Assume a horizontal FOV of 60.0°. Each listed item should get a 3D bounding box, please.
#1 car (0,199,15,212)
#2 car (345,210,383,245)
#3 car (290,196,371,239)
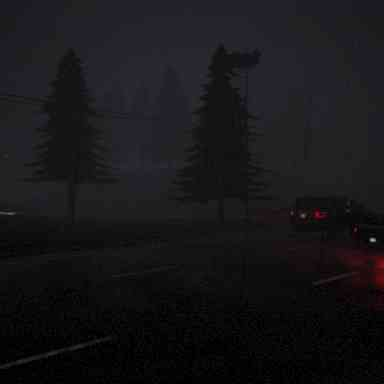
[{"bbox_3d":[-22.025,1.552,37.668,5.357,1.411,2.033,0,0,40],"label":"car"},{"bbox_3d":[8.959,1.605,14.433,4.718,1.301,1.895,0,0,-35],"label":"car"},{"bbox_3d":[7.595,1.228,17.758,5.566,2.045,2.150,0,0,-35],"label":"car"}]
